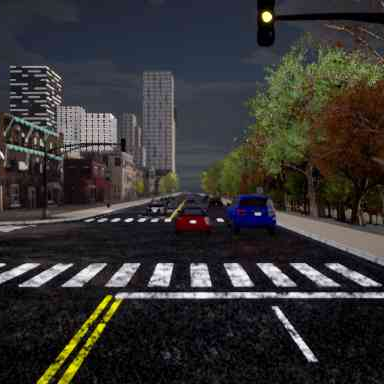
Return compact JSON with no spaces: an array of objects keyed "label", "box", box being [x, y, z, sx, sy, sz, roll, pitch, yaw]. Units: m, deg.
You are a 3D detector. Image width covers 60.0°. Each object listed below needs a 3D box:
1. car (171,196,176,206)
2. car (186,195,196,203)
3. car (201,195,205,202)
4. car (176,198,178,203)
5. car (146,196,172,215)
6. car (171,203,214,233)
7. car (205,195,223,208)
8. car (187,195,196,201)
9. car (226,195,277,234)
[{"label":"car","box":[-3.440,1.476,43.039,1.837,1.490,4.892,0,0,0]},{"label":"car","box":[-0.154,1.503,63.780,2.033,1.411,5.357,0,0,0]},{"label":"car","box":[3.122,1.455,70.690,1.837,1.490,4.892,0,0,0]},{"label":"car","box":[-3.450,1.468,56.200,1.837,1.490,4.892,0,0,0]},{"label":"car","box":[-3.422,1.471,32.991,2.128,1.511,4.902,0,0,0]},{"label":"car","box":[0.053,1.553,19.452,1.994,1.385,4.181,0,0,0]},{"label":"car","box":[3.239,1.446,46.907,1.882,1.535,5.008,0,0,0]},{"label":"car","box":[-0.178,1.332,74.200,1.994,1.385,4.181,0,0,0]},{"label":"car","box":[3.301,1.210,19.326,2.150,2.045,5.566,0,0,0]}]
